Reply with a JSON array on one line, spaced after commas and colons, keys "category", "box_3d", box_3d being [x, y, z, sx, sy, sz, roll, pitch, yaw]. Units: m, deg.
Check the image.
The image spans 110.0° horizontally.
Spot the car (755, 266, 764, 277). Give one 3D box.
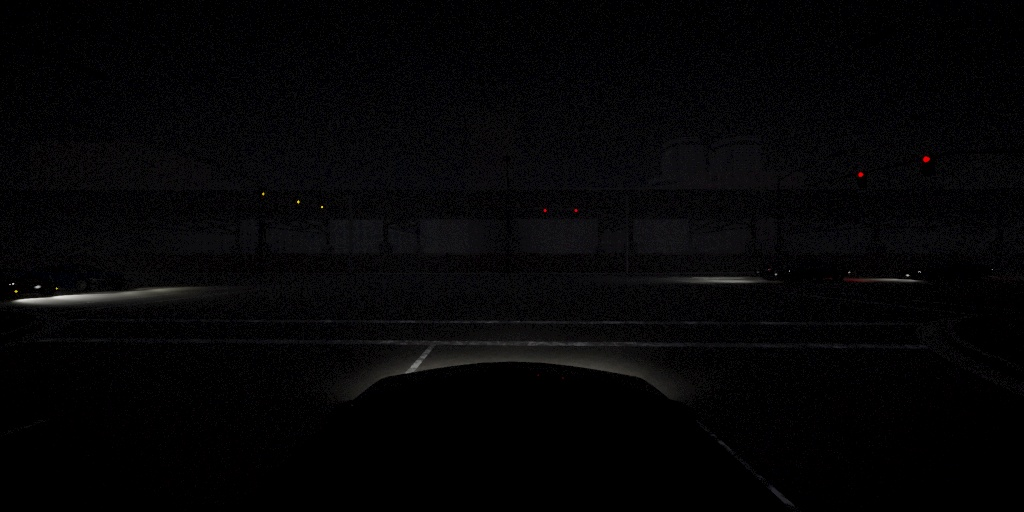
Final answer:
[{"category": "car", "box_3d": [23.121, 1.053, 30.046, 4.902, 1.511, 2.128, -1, 0, 2]}]

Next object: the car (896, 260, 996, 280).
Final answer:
[{"category": "car", "box_3d": [31.767, 1.010, 26.315, 5.357, 1.411, 2.033, -1, 0, 1]}]

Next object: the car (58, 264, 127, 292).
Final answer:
[{"category": "car", "box_3d": [-25.197, 1.204, 20.633, 5.008, 1.535, 1.882, 0, 0, 2]}]

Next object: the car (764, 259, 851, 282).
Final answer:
[{"category": "car", "box_3d": [22.060, 1.070, 26.566, 4.902, 1.511, 2.128, -1, 0, 1]}]

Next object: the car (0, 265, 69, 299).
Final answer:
[{"category": "car", "box_3d": [-24.557, 1.296, 17.113, 4.181, 1.385, 1.994, 0, 0, 2]}]
